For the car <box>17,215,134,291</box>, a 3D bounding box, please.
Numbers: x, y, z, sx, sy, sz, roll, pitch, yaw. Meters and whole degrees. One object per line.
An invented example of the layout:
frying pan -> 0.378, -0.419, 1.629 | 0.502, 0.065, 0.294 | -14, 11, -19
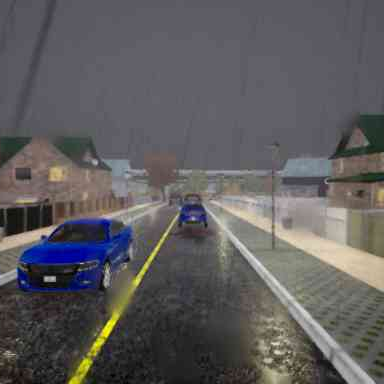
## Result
car -> -2.856, 1.471, 9.181 | 1.882, 1.535, 5.008 | 0, 0, 0

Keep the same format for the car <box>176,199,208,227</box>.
car -> 0.072, 1.470, 22.772 | 1.882, 1.535, 5.008 | 0, 0, 0

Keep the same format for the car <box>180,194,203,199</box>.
car -> 0.070, 1.224, 39.253 | 2.150, 2.045, 5.566 | 0, 0, 0

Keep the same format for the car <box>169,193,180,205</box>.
car -> -2.780, 1.230, 57.953 | 2.150, 2.045, 5.566 | 0, 0, 0
